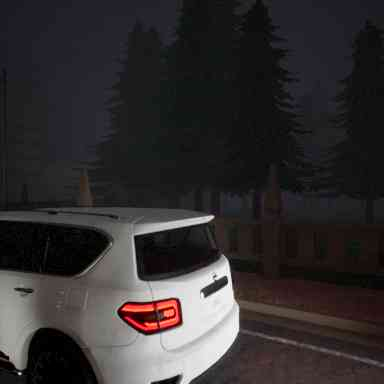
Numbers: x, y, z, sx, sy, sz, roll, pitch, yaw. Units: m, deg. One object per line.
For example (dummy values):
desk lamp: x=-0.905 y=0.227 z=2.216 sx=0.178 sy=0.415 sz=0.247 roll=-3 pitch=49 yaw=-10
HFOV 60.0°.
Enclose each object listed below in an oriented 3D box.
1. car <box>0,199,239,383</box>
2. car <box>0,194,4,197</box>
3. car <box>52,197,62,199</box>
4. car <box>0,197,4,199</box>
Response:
car: x=-2.108 y=1.221 z=4.740 sx=5.566 sy=2.045 sz=2.150 roll=0 pitch=0 yaw=29
car: x=-23.351 y=1.277 z=36.663 sx=2.150 sy=2.045 sz=5.566 roll=0 pitch=0 yaw=22
car: x=-16.149 y=1.559 z=45.322 sx=1.837 sy=1.490 sz=4.892 roll=0 pitch=0 yaw=22
car: x=-19.962 y=1.581 z=35.697 sx=1.812 sy=1.442 sz=4.674 roll=0 pitch=0 yaw=22
